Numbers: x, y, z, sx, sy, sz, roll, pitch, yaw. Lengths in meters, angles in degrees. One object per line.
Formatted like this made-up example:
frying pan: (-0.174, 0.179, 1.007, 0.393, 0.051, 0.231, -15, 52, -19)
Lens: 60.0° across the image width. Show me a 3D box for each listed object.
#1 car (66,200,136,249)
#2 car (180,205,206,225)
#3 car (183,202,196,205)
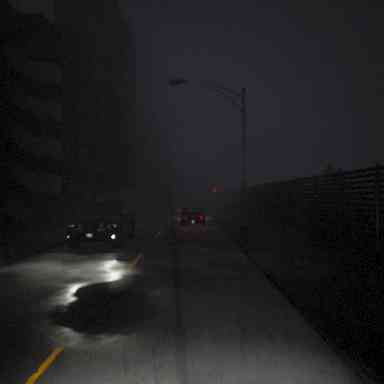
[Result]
car: (-4.105, 1.424, 16.047, 2.150, 2.045, 5.566, 0, -1, 0)
car: (0.079, 1.931, 26.660, 1.895, 1.301, 4.718, 0, -1, 0)
car: (-0.402, 2.028, 43.314, 2.128, 1.511, 4.902, 0, -1, -6)
